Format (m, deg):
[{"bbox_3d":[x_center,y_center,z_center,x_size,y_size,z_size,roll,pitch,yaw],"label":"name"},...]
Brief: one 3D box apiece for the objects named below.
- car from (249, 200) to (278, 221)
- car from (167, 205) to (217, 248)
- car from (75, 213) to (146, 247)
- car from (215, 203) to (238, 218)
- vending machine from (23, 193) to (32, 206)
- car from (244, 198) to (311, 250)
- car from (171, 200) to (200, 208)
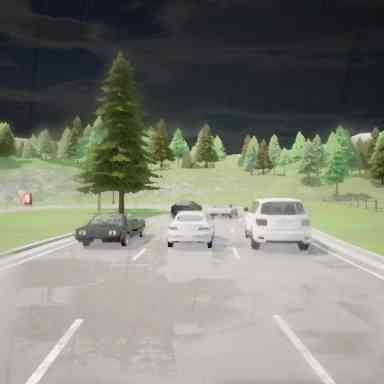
[{"bbox_3d":[6.296,1.495,28.808,2.128,1.511,4.902,0,0,17],"label":"car"},{"bbox_3d":[0.039,1.533,14.765,1.812,1.442,4.674,0,0,5],"label":"car"},{"bbox_3d":[-3.445,1.616,15.104,1.895,1.301,4.718,0,0,5],"label":"car"},{"bbox_3d":[2.954,1.616,29.847,1.895,1.301,4.718,0,0,17],"label":"car"},{"bbox_3d":[-26.449,1.194,53.469,1.100,2.100,0.880,0,0,45],"label":"vending machine"},{"bbox_3d":[3.528,1.258,14.486,2.150,2.045,5.566,0,0,5],"label":"car"},{"bbox_3d":[-0.405,1.485,30.830,1.882,1.535,5.008,0,0,17],"label":"car"}]
